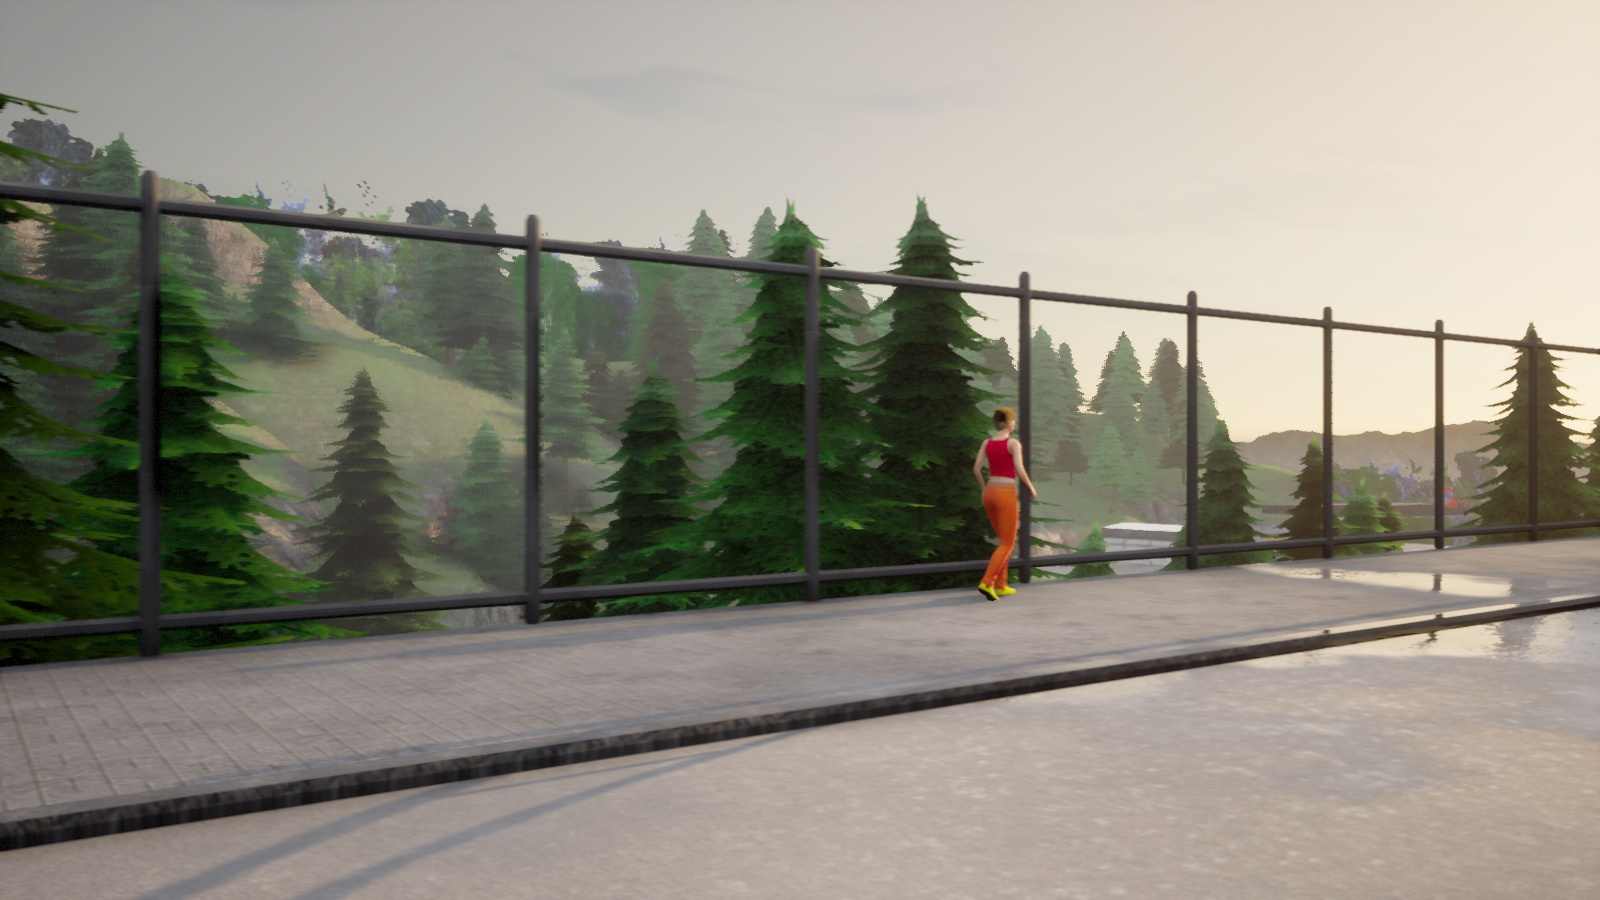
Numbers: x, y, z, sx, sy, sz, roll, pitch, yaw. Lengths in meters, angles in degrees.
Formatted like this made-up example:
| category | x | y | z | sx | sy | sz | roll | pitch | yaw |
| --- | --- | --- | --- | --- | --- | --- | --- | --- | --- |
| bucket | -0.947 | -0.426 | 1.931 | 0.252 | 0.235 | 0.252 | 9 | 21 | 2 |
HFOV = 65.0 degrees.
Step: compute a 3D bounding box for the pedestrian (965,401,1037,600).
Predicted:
| category | x | y | z | sx | sy | sz | roll | pitch | yaw |
| --- | --- | --- | --- | --- | --- | --- | --- | --- | --- |
| pedestrian | 1.901 | 0.463 | 11.873 | 0.594 | 1.836 | 0.345 | 0 | 0 | -36 |
